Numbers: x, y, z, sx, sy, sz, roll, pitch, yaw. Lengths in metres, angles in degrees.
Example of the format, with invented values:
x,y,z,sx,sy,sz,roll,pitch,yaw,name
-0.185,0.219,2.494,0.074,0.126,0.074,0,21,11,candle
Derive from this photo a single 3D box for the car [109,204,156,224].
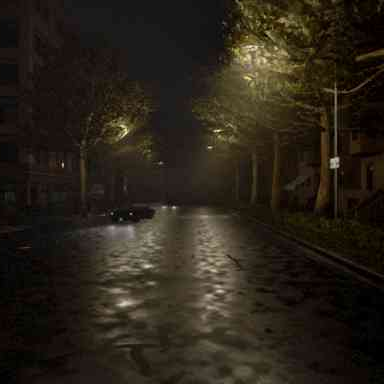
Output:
x,y,z,sx,sy,sz,roll,pitch,yaw,name
-4.406,1.600,25.262,1.895,1.301,4.718,0,0,14,car

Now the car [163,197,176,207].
x,y,z,sx,sy,sz,roll,pitch,yaw,name
-3.503,1.505,52.366,1.837,1.490,4.892,0,0,0,car
